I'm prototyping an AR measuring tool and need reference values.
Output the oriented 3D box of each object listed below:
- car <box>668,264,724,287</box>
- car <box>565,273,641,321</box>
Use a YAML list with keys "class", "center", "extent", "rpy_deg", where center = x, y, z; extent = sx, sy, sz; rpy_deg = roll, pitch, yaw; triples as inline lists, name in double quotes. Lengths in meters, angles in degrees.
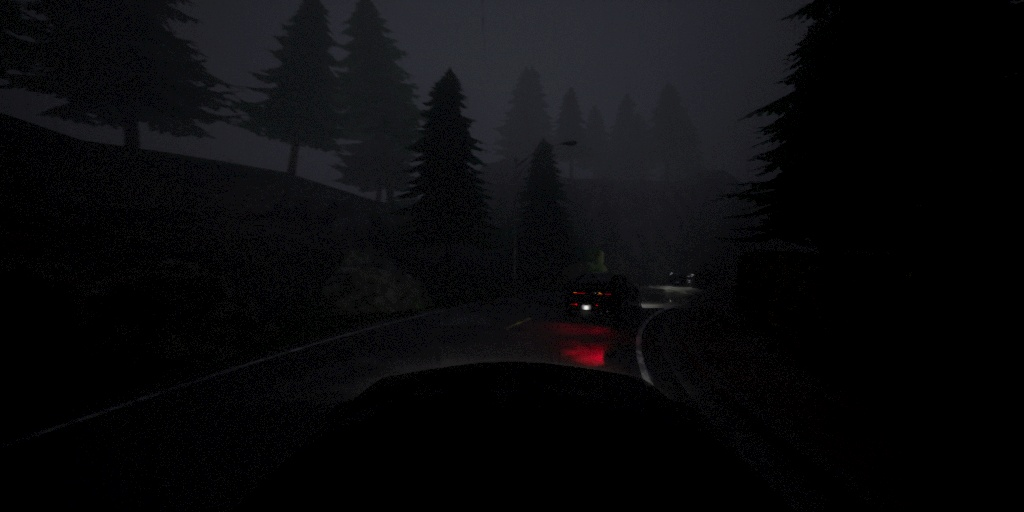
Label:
- class: "car"
  center: [14.267, 1.419, 27.794]
  extent: [4.553, 1.767, 2.097]
  rpy_deg: [1, 0, -30]
- class: "car"
  center: [3.460, 1.363, 13.249]
  extent: [1.837, 1.490, 4.892]
  rpy_deg: [-1, -1, 28]
